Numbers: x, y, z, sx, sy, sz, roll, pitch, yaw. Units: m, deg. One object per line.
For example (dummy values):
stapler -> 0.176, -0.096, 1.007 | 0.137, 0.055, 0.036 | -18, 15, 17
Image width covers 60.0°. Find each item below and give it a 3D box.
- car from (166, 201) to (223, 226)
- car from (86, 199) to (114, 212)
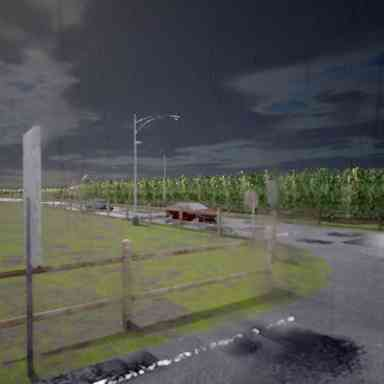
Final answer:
car -> 0.070, 1.441, 23.357 | 1.882, 1.535, 5.008 | -1, 1, -37
car -> -10.423, 1.464, 37.523 | 1.994, 1.385, 4.181 | -1, 1, -36
